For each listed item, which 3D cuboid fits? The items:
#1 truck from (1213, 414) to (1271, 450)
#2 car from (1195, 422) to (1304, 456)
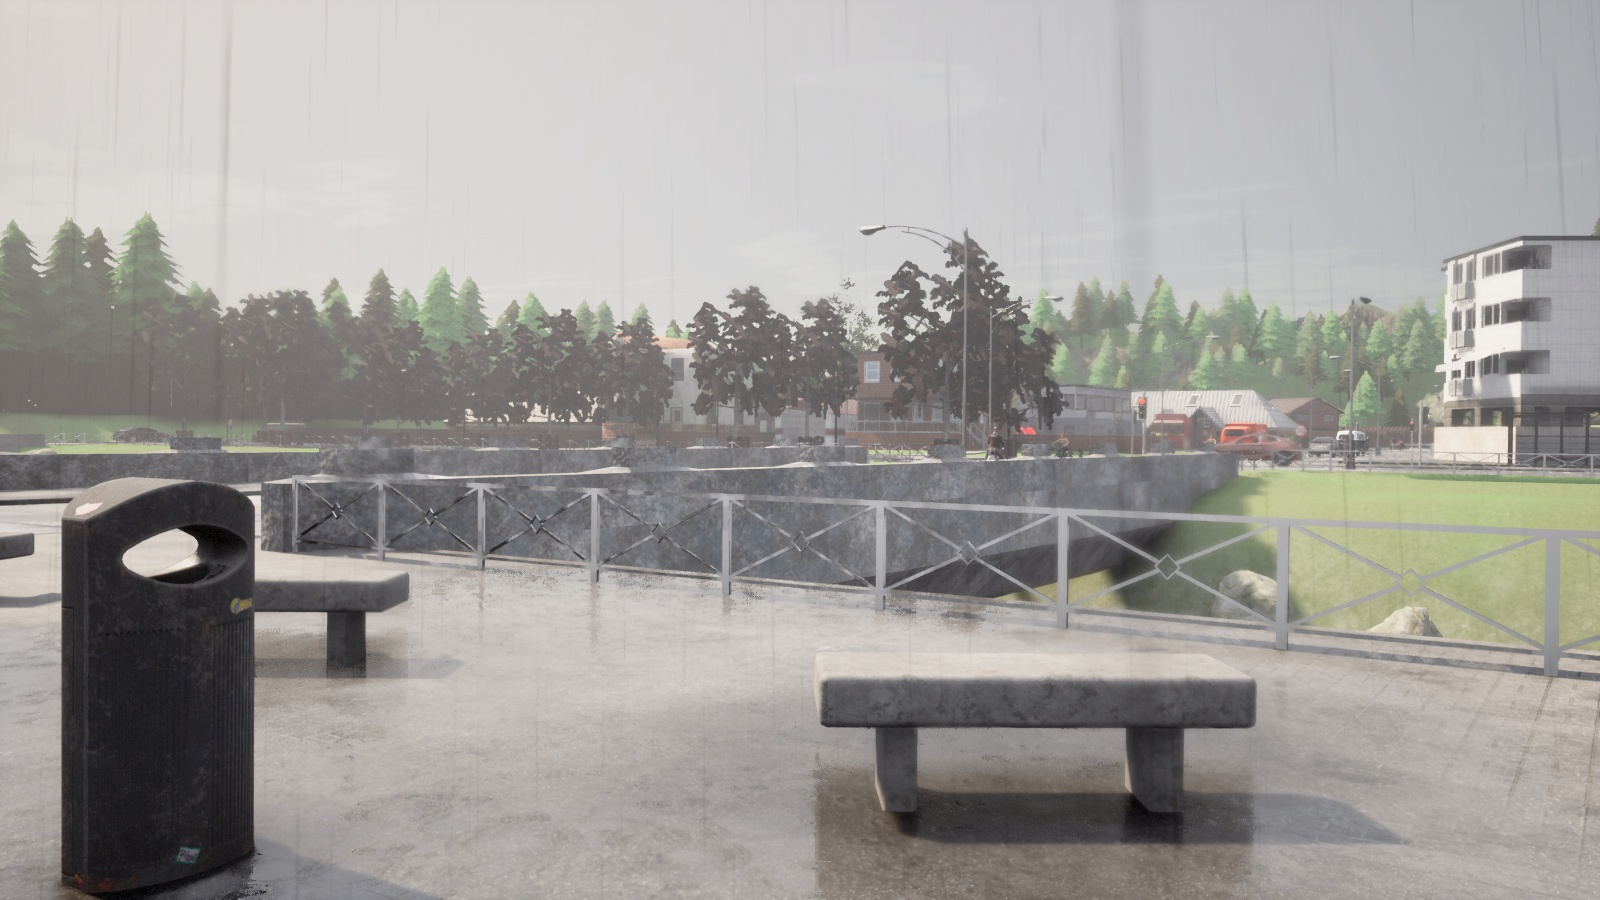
[{"bbox_3d":[31.226,-1.248,88.597,2.627,2.467,5.204,0,1,34],"label":"truck"},{"bbox_3d":[22.445,-0.549,62.703,5.027,1.651,2.152,0,1,23],"label":"car"}]
